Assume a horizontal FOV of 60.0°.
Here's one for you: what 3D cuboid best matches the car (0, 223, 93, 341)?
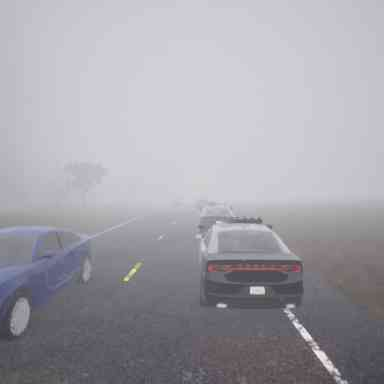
[{"bbox_3d":[-3.532,1.477,6.726,1.882,1.535,5.008,0,0,1],"label":"car"}]

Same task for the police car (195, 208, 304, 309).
[{"bbox_3d":[1.117,1.425,8.085,1.930,1.638,5.238,0,0,1],"label":"police car"}]

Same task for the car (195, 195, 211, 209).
[{"bbox_3d":[1.450,1.495,45.939,1.837,1.490,4.892,0,0,4],"label":"car"}]

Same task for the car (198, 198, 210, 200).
[{"bbox_3d":[1.486,1.454,24.107,1.801,1.575,5.366,0,0,2],"label":"car"}]

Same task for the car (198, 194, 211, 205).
[{"bbox_3d":[2.342,1.332,60.020,2.097,1.767,4.553,0,0,4],"label":"car"}]

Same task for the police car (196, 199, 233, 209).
[{"bbox_3d":[1.310,1.425,18.050,1.930,1.638,5.238,0,0,1],"label":"police car"}]

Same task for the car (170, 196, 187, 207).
[{"bbox_3d":[-1.944,1.341,49.234,2.097,1.767,4.553,0,0,4],"label":"car"}]
